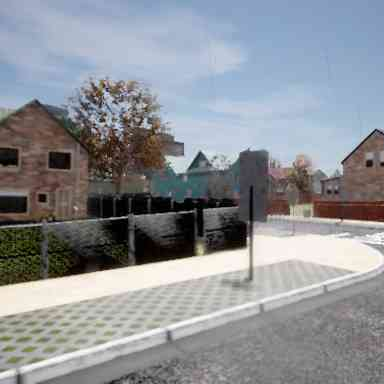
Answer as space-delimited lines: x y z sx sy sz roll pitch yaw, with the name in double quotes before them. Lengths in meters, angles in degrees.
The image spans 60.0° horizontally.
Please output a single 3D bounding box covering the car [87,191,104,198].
"car" -12.927 0.920 42.339 2.150 2.045 5.566 1 -1 -36
